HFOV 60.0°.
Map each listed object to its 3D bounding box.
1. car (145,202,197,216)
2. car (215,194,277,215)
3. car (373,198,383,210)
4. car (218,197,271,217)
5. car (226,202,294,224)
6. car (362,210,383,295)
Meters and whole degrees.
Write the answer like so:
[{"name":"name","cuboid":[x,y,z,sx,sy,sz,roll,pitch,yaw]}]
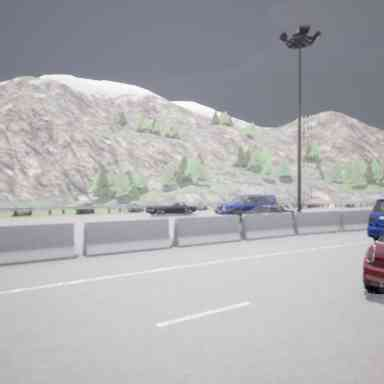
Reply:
[{"name":"car","cuboid":[-1.973,1.570,31.499,4.718,1.301,1.895,0,0,-30]},{"name":"car","cuboid":[4.563,1.218,27.129,5.566,2.045,2.150,0,0,-28]},{"name":"car","cuboid":[9.659,1.245,13.731,5.566,2.045,2.150,0,0,-29]},{"name":"car","cuboid":[4.966,1.347,31.275,4.553,1.767,2.097,0,0,-27]},{"name":"car","cuboid":[5.073,1.601,23.431,4.718,1.301,1.895,0,0,-29]},{"name":"car","cuboid":[5.938,1.367,7.462,4.553,1.767,2.097,0,0,-32]}]
